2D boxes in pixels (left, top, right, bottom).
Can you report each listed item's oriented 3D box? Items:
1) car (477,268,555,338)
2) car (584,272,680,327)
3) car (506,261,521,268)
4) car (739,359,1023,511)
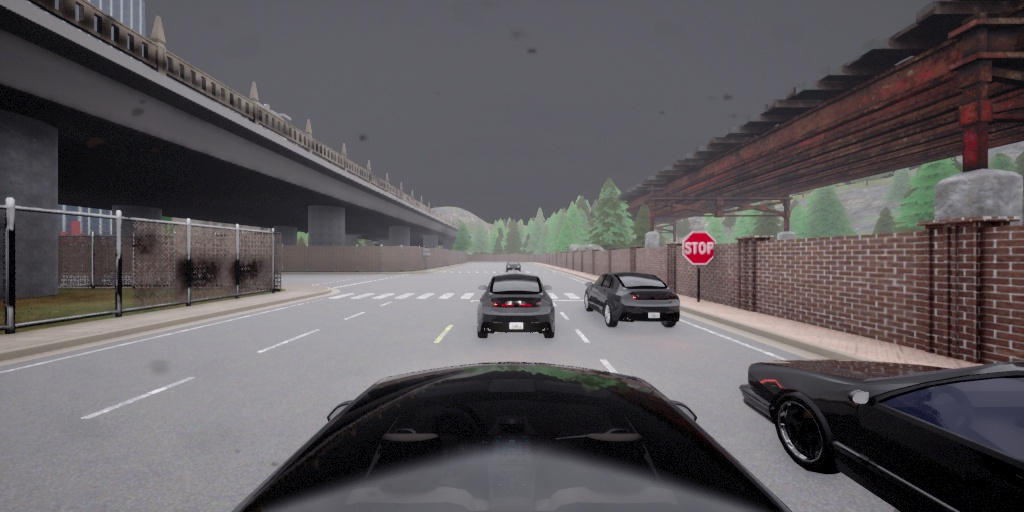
[{"bbox_3d":[0.096,1.255,10.126,1.837,1.490,4.892,0,0,0],"label":"car"},{"bbox_3d":[3.597,1.255,11.487,1.837,1.490,4.892,0,0,0],"label":"car"},{"bbox_3d":[0.168,1.351,46.374,1.895,1.301,4.718,0,0,-1],"label":"car"},{"bbox_3d":[3.600,1.297,1.741,2.033,1.411,5.357,0,0,0],"label":"car"}]
